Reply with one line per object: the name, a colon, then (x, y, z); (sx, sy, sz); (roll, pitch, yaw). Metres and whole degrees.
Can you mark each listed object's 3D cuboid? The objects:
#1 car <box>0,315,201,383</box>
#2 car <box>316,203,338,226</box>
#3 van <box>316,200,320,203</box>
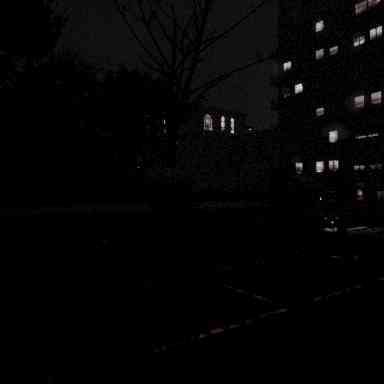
car: (-2.272, 1.601, 1.760); (4.718, 1.301, 1.895); (0, 0, -35)
car: (8.399, 1.801, 25.727); (2.033, 1.411, 5.357); (0, -1, -36)
van: (10.568, 1.646, 32.574); (1.690, 1.788, 3.998); (-1, 0, -36)
